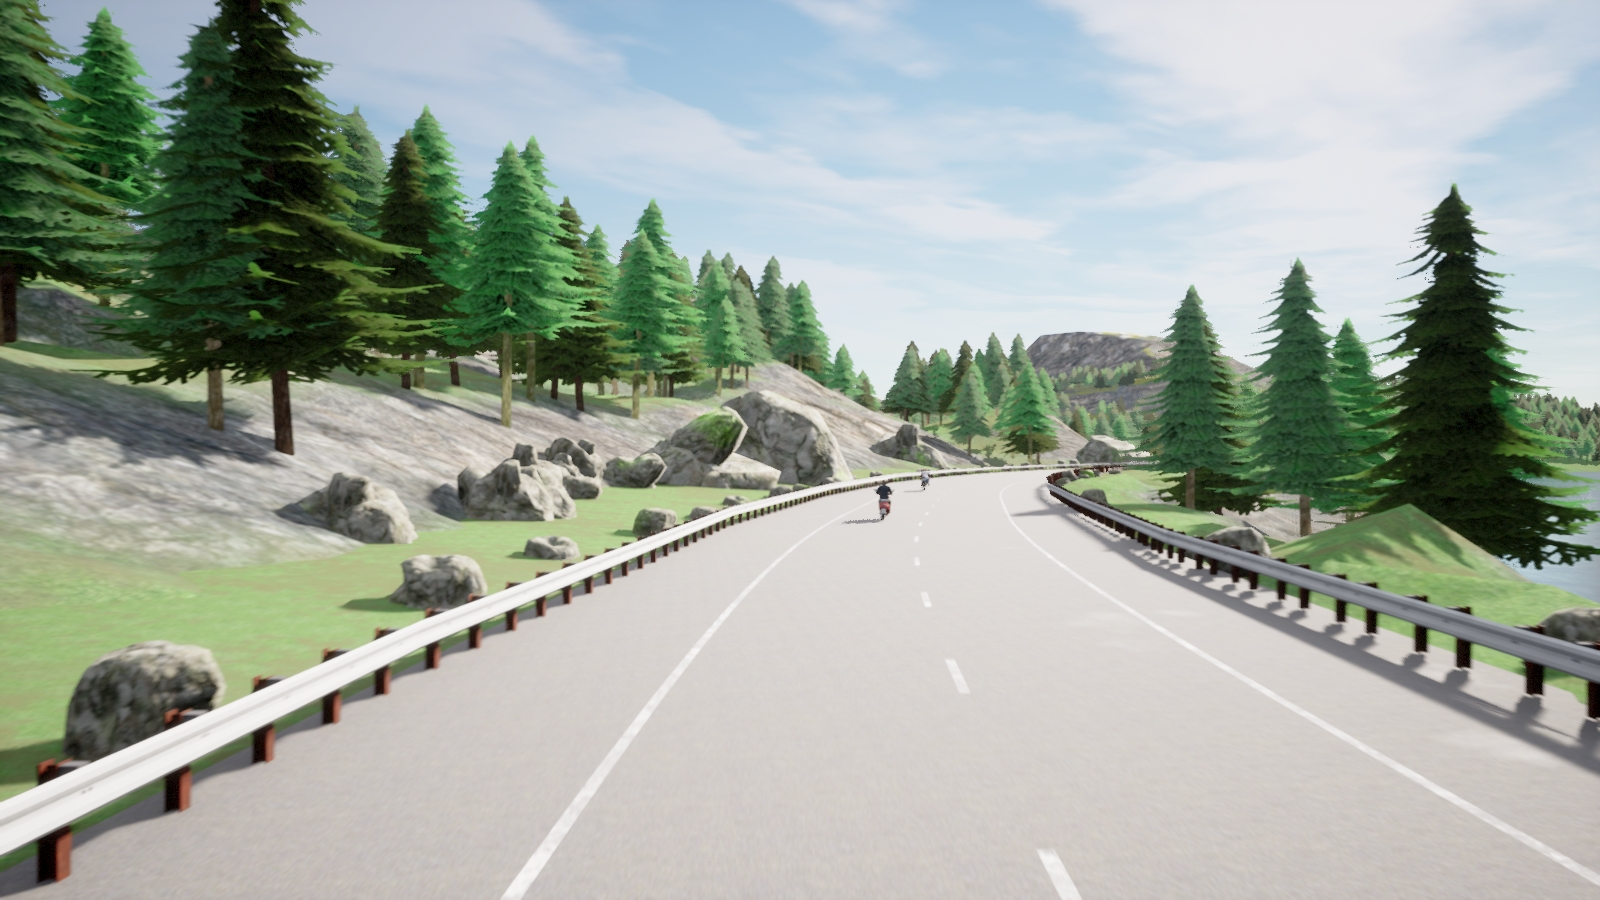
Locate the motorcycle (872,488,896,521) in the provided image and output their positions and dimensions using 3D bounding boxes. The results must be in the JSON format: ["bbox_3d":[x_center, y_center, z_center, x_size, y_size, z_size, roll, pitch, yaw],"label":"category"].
[{"bbox_3d":[3.410,2.183,46.125,0.856,1.236,1.805,0,0,7],"label":"motorcycle"}]
